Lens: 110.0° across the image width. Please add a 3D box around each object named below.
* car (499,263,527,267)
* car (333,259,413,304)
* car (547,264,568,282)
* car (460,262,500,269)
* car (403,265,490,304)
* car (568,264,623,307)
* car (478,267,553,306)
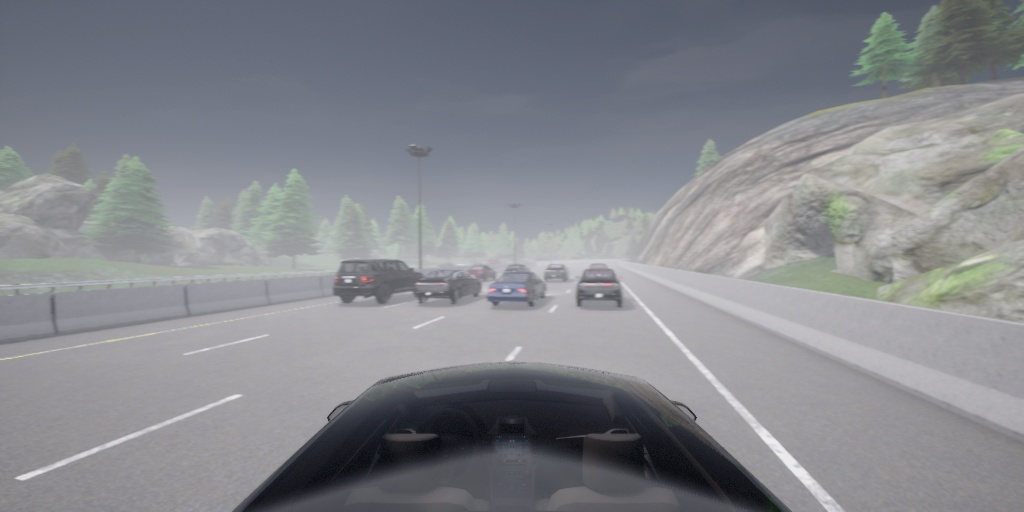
[{"bbox_3d":[0.546,1.479,32.104,1.837,1.490,4.892,-1,0,14],"label":"car"},{"bbox_3d":[-6.429,1.173,18.075,2.150,2.045,5.566,-1,0,14],"label":"car"},{"bbox_3d":[3.949,1.414,31.286,2.128,1.511,4.902,-1,0,14],"label":"car"},{"bbox_3d":[-2.837,1.548,32.998,1.812,1.442,4.674,-1,0,14],"label":"car"},{"bbox_3d":[-2.957,1.400,17.517,2.128,1.511,4.902,-1,0,14],"label":"car"},{"bbox_3d":[3.849,1.299,15.882,2.128,1.511,4.902,-1,0,14],"label":"car"},{"bbox_3d":[0.373,1.403,16.407,2.033,1.411,5.357,-1,0,14],"label":"car"}]
